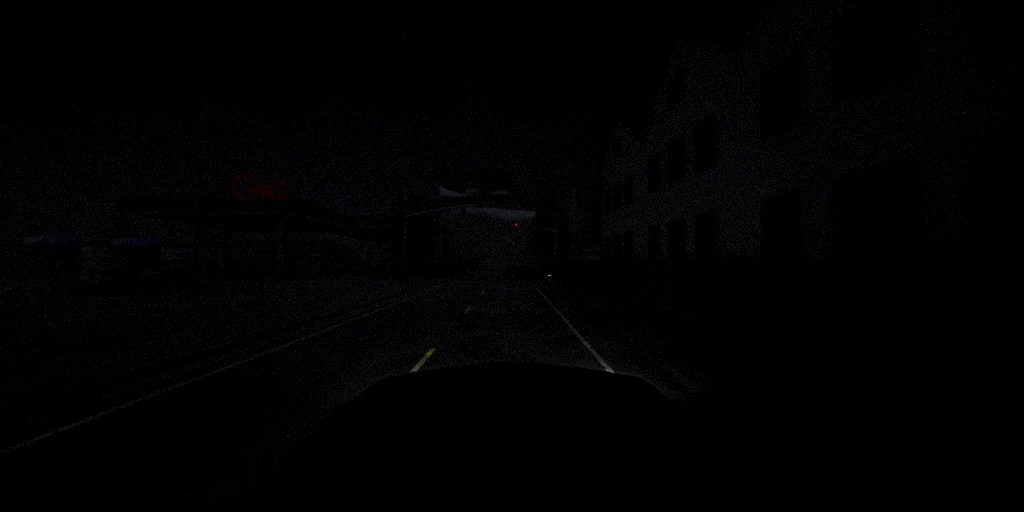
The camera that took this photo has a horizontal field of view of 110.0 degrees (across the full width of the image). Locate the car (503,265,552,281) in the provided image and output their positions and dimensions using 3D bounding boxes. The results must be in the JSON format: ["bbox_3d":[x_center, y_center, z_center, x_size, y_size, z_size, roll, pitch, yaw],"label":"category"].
[{"bbox_3d":[1.540,1.710,35.463,4.892,1.490,1.837,2,-2,13],"label":"car"}]
